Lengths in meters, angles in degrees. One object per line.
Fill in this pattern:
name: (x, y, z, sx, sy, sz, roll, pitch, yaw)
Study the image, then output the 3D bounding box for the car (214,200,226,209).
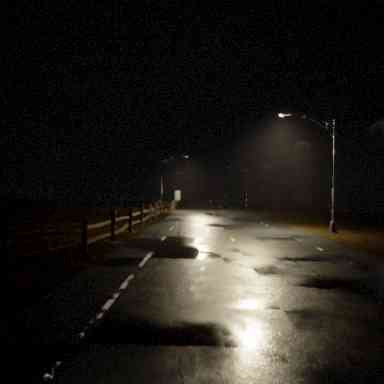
car: (4.873, 2.149, 57.574, 1.837, 1.490, 4.892, 1, -1, 2)

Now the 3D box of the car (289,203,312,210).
car: (23.869, 3.180, 73.028, 4.902, 1.511, 2.128, 2, -2, 2)
